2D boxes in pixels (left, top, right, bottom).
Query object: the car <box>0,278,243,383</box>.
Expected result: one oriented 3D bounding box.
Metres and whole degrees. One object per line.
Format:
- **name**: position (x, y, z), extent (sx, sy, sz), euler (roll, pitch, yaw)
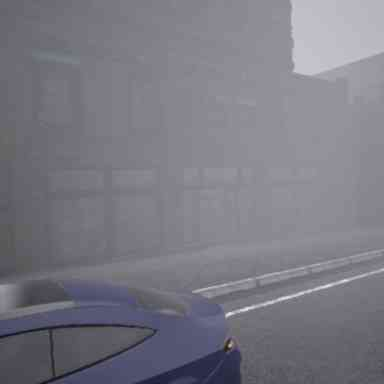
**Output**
- **car**: position (-1.666, 1.526, 2.507), extent (4.674, 1.442, 1.812), euler (-1, 0, -35)
